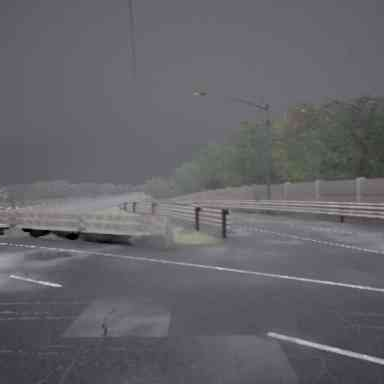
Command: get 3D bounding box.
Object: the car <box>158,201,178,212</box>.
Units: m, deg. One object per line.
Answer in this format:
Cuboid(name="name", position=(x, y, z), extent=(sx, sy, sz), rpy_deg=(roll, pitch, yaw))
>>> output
Cuboid(name="car", position=(-3.147, 1.881, 44.107), extent=(2.033, 1.411, 5.357), rpy_deg=(-1, -2, -17))
